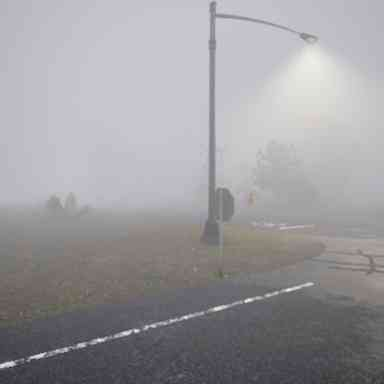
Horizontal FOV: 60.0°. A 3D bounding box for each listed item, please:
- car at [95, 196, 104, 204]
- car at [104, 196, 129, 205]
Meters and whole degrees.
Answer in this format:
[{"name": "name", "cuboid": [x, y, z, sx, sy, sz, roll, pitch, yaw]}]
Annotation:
[{"name": "car", "cuboid": [-16.235, 1.420, 61.022, 2.033, 1.411, 5.357, 0, 0, -34]}, {"name": "car", "cuboid": [-12.227, 1.433, 55.118, 2.033, 1.411, 5.357, 0, 0, -33]}]
